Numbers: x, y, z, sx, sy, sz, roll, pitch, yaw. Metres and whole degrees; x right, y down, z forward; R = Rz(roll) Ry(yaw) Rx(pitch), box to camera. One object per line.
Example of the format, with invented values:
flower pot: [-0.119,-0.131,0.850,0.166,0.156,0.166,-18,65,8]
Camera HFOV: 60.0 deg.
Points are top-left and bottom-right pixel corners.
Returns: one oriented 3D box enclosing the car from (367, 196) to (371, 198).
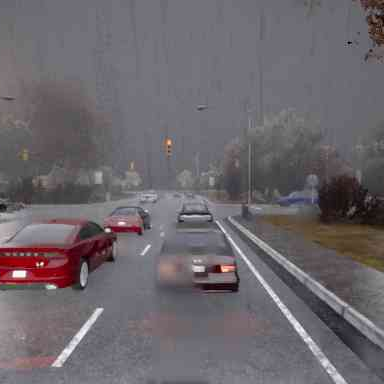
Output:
car: [24.092,1.220,43.784,5.357,1.411,2.033,0,0,-3]

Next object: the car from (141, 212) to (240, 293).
car: [0.106,1.516,8.939,2.033,1.411,5.357,0,0,0]

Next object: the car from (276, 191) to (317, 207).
car: [13.791,0.899,43.207,5.566,2.045,2.150,0,0,-4]

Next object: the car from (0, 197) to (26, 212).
car: [-19.820,1.248,34.247,4.902,1.511,2.128,0,1,-5]

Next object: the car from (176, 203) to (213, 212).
car: [0.141,1.382,18.631,2.128,1.511,4.902,0,0,-1]

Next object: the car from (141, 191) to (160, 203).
car: [-7.059,0.795,55.257,2.150,2.045,5.566,0,0,0]

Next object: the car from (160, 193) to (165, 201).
car: [-7.012,0.968,65.430,2.128,1.511,4.902,0,1,0]

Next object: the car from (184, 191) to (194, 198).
car: [-0.438,0.722,86.197,2.128,1.511,4.902,0,1,-4]

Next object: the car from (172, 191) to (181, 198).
car: [-3.938,0.794,86.114,1.895,1.301,4.718,0,1,-4]

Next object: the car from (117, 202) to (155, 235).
car: [-3.388,1.460,18.000,1.994,1.385,4.181,0,0,0]

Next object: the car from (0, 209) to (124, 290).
car: [-3.392,1.446,9.013,1.882,1.535,5.008,0,0,0]
